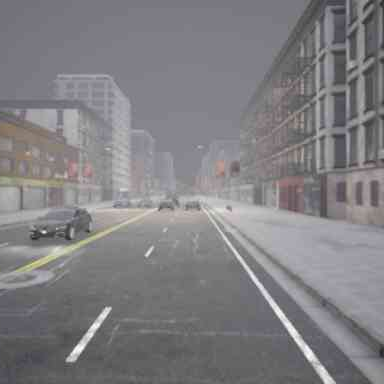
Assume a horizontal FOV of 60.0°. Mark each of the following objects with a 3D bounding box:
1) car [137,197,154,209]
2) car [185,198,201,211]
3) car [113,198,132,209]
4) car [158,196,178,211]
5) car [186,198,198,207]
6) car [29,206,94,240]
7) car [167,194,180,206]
[{"bbox_3d":[-6.541,1.564,47.324,1.837,1.490,4.892,0,0,0],"label":"car"},{"bbox_3d":[0.121,1.541,42.603,2.128,1.511,4.902,0,-1,0],"label":"car"},{"bbox_3d":[-9.790,1.607,47.214,2.033,1.411,5.357,0,0,1],"label":"car"},{"bbox_3d":[-3.129,1.557,41.238,1.837,1.490,4.892,0,0,0],"label":"car"},{"bbox_3d":[0.031,1.670,55.382,1.895,1.301,4.718,0,0,0],"label":"car"},{"bbox_3d":[-6.490,1.527,17.049,1.837,1.490,4.892,0,0,0],"label":"car"},{"bbox_3d":[-3.220,1.291,55.341,2.150,2.045,5.566,0,0,0],"label":"car"}]
